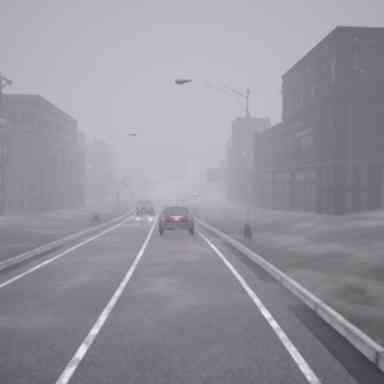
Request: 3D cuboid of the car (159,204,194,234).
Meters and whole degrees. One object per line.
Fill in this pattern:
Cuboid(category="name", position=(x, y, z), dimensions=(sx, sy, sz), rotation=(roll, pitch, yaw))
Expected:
Cuboid(category="car", position=(-1.051, 1.663, 21.443), dimensions=(2.097, 1.767, 4.553), rotation=(0, -2, -4))

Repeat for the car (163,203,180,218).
Cuboid(category="car", position=(-2.527, 2.175, 40.141), dimensions=(1.837, 1.490, 4.892), rotation=(0, 0, -5))

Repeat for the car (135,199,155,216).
Cuboid(category="car", position=(-5.967, 1.914, 42.560), dimensions=(2.150, 2.045, 5.566), rotation=(-1, 0, -5))
